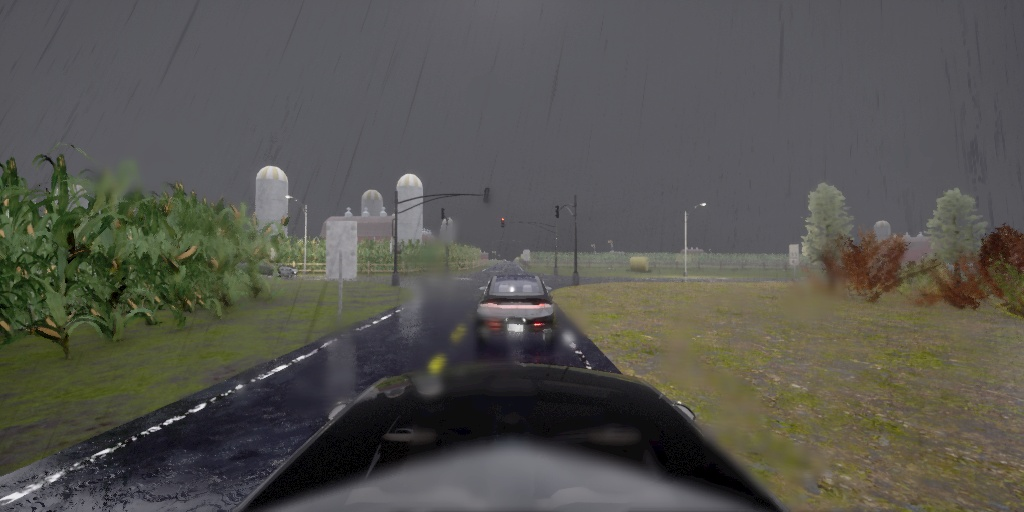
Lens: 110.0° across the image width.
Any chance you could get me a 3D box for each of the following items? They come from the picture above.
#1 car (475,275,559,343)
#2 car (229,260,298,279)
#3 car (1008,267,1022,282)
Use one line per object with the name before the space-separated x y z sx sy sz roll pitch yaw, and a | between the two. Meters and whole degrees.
car | 0.100 1.245 9.653 2.128 1.511 4.902 0 0 0
car | -19.943 1.059 28.807 4.902 1.511 2.128 0 -1 -4
car | 48.663 1.719 33.511 4.674 1.442 1.812 1 -1 -5
